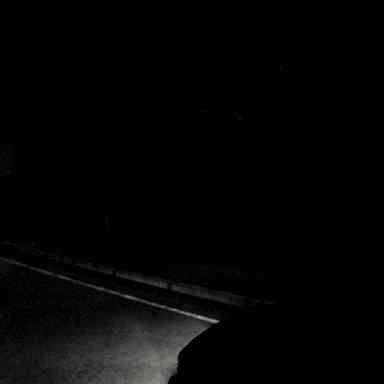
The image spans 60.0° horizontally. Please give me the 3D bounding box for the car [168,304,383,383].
[{"bbox_3d":[2.380,1.554,2.345,5.357,1.411,2.033,0,0,36],"label":"car"}]
